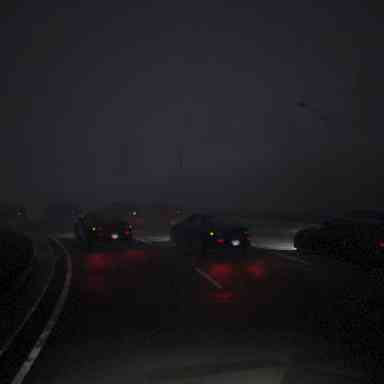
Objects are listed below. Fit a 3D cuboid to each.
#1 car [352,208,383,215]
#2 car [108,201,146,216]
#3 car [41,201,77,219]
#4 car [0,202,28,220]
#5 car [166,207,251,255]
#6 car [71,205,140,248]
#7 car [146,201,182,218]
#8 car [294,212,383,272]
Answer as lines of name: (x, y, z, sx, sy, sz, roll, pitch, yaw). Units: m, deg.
car: (7.672, 1.418, 14.249, 1.882, 1.535, 5.008, 0, 0, -19)
car: (-6.459, 1.548, 29.691, 1.837, 1.490, 4.892, 0, 0, -42)
car: (-12.016, 1.562, 30.324, 5.008, 1.535, 1.882, 0, 0, 44)
car: (-16.179, 1.641, 29.471, 4.674, 1.442, 1.812, 0, 0, 43)
car: (0.620, 1.519, 13.267, 1.812, 1.442, 4.674, 0, 0, -21)
car: (-4.087, 1.553, 15.113, 1.812, 1.442, 4.674, 0, 0, -27)
car: (-2.707, 1.540, 30.741, 1.812, 1.442, 4.674, 0, 0, -42)
car: (5.151, 1.523, 10.807, 1.994, 1.385, 4.181, 0, 0, -16)
